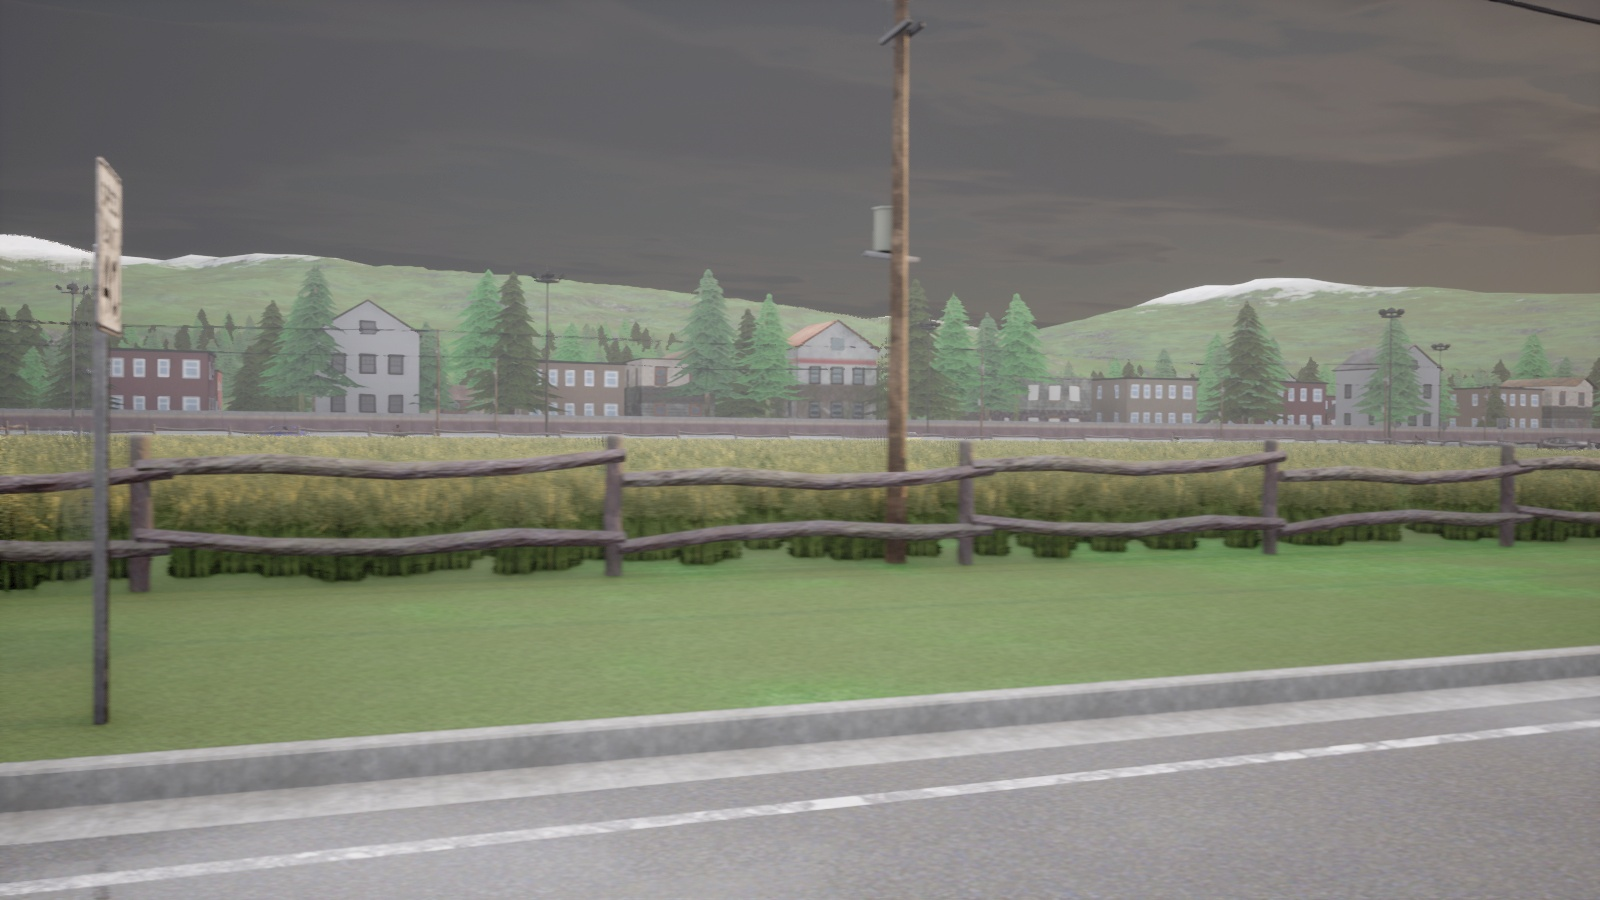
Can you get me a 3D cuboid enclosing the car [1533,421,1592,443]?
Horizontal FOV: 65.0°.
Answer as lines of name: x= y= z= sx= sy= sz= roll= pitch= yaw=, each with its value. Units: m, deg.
car: x=51.460 y=-1.228 z=84.790 sx=1.816 sy=1.474 sz=4.193 roll=-1 pitch=1 yaw=7
